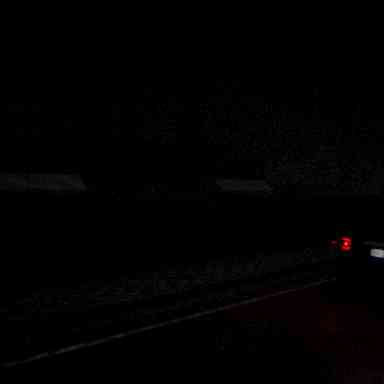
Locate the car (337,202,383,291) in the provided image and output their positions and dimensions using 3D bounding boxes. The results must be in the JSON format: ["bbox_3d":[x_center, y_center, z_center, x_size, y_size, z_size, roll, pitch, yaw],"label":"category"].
[{"bbox_3d":[5.694,1.238,7.807,5.566,2.045,2.150,0,0,-35],"label":"car"}]
